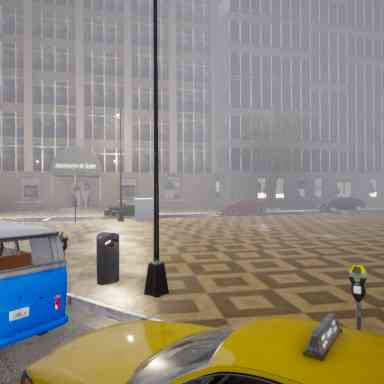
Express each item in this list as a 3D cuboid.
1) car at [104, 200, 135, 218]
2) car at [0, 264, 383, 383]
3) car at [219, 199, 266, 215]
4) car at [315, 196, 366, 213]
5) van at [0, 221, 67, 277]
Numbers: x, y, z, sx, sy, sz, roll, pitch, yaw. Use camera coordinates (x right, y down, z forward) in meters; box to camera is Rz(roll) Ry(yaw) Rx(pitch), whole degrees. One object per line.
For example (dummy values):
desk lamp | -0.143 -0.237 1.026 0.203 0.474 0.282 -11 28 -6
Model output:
car | -5.186 1.396 27.514 4.181 1.385 1.994 0 0 -14
car | 0.627 1.526 2.279 4.829 1.417 1.752 0 0 35
car | 4.527 1.320 29.940 4.181 1.385 1.994 0 0 -14
car | 14.433 1.191 32.396 4.892 1.490 1.837 0 0 -14
van | -3.745 1.343 5.386 3.998 1.788 1.690 0 0 35
